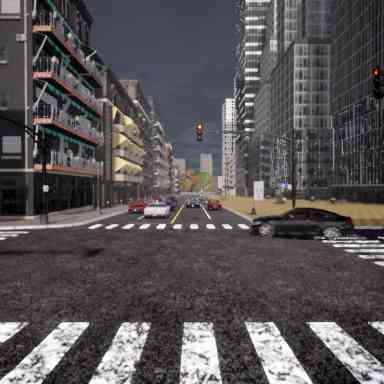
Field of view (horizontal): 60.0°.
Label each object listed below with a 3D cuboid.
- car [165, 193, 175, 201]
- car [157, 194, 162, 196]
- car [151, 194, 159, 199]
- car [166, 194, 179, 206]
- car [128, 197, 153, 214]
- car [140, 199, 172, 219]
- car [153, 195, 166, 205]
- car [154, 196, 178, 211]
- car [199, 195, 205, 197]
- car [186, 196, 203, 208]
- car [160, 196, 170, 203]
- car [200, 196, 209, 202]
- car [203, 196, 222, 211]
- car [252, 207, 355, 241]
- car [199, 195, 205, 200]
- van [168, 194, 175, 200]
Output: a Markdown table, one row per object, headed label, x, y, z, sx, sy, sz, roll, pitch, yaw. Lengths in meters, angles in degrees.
| label | x | y | z | sx | sy | sz | roll | pitch | yaw |
| --- | --- | --- | --- | --- | --- | --- | --- | --- | --- |
| car | -5.600 | 1.315 | 86.258 | 2.192 | 1.841 | 5.009 | -1 | 0 | 0 |
| car | -5.641 | 1.308 | 52.365 | 2.192 | 1.841 | 5.009 | -1 | 0 | 0 |
| car | -5.653 | 1.433 | 41.066 | 1.967 | 1.590 | 4.097 | -1 | 0 | 0 |
| car | -3.025 | 1.496 | 50.787 | 1.837 | 1.490 | 4.892 | 0 | 0 | 0 |
| car | -5.658 | 1.538 | 35.417 | 1.887 | 1.381 | 4.507 | -1 | 0 | 0 |
| car | -3.064 | 1.594 | 29.467 | 1.895 | 1.301 | 4.718 | 0 | 0 | 0 |
| car | -5.632 | 1.434 | 58.013 | 1.967 | 1.590 | 4.097 | -1 | 0 | 0 |
| car | -3.040 | 1.557 | 39.527 | 1.994 | 1.385 | 4.181 | 0 | 0 | 1 |
| car | 2.724 | 1.546 | 63.709 | 2.008 | 1.369 | 4.403 | -1 | 0 | 0 |
| car | 0.165 | 1.593 | 47.916 | 1.895 | 1.301 | 4.718 | 0 | 0 | 0 |
| car | -5.616 | 1.578 | 69.311 | 1.802 | 1.307 | 4.206 | -1 | 0 | 0 |
| car | 2.738 | 1.542 | 75.007 | 1.887 | 1.381 | 4.507 | -1 | 0 | 0 |
| car | 2.696 | 1.537 | 41.113 | 1.887 | 1.381 | 4.507 | -1 | 0 | 0 |
| car | 5.264 | 1.464 | 16.011 | 4.674 | 1.442 | 1.812 | 0 | 1 | 18 |
| car | 2.758 | 1.528 | 92.125 | 1.752 | 1.417 | 4.829 | -1 | 0 | 0 |
| van | -5.592 | 1.343 | 91.906 | 1.690 | 1.788 | 3.998 | -1 | 0 | 0 |
